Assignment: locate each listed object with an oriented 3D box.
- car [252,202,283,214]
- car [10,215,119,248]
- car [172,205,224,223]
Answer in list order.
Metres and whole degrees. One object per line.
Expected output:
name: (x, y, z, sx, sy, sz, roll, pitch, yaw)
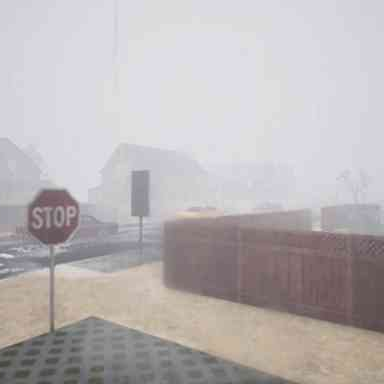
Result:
car: (8.038, 1.816, 35.305, 2.128, 1.511, 4.902, 0, 0, 36)
car: (-5.914, 1.776, 15.892, 1.895, 1.301, 4.718, 0, -1, 38)
car: (0.523, 1.719, 24.774, 1.882, 1.535, 5.008, 0, -1, 36)
